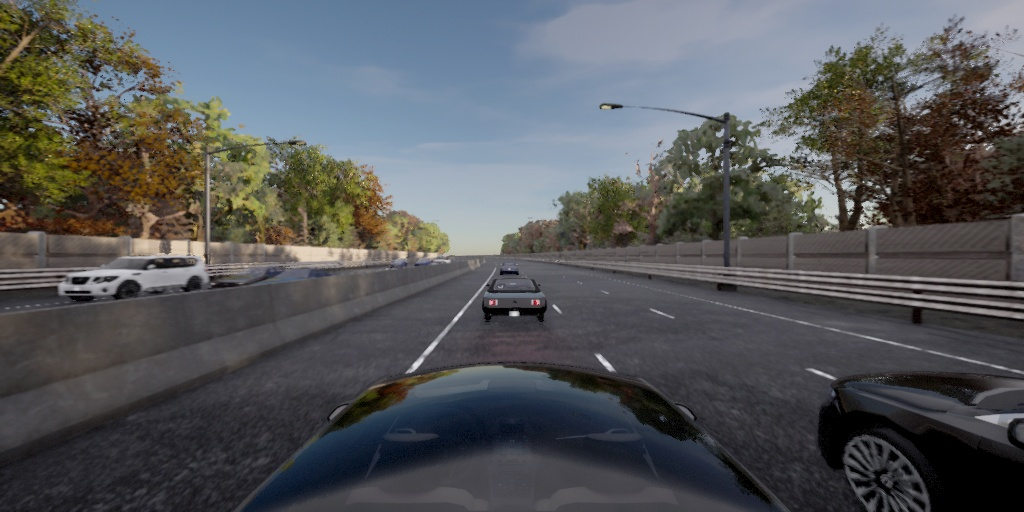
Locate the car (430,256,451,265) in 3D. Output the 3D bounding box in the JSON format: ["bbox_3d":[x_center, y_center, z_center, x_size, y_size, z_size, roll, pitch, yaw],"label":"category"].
[{"bbox_3d":[-11.495,0.984,59.232,2.150,2.045,5.566,0,0,-1],"label":"car"}]

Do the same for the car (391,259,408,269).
[{"bbox_3d":[-18.489,1.292,59.023,1.812,1.442,4.674,0,0,-1],"label":"car"}]

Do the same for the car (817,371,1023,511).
[{"bbox_3d":[3.593,1.241,1.129,2.128,1.511,4.902,0,0,0],"label":"car"}]

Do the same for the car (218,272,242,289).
[{"bbox_3d":[-14.208,1.305,20.373,2.033,1.411,5.357,0,0,-1],"label":"car"}]

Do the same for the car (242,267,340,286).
[{"bbox_3d":[-10.688,1.304,18.327,2.033,1.411,5.357,0,0,-1],"label":"car"}]

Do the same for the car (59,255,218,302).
[{"bbox_3d":[-17.679,0.978,17.302,2.150,2.045,5.566,0,0,-1],"label":"car"}]

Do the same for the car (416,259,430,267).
[{"bbox_3d":[-15.051,1.246,61.189,1.882,1.535,5.008,0,0,-1],"label":"car"}]

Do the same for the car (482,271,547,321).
[{"bbox_3d":[0.058,1.355,12.422,1.895,1.301,4.718,0,0,0],"label":"car"}]

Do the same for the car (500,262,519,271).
[{"bbox_3d":[-0.313,1.328,39.175,1.994,1.385,4.181,0,0,-1],"label":"car"}]
